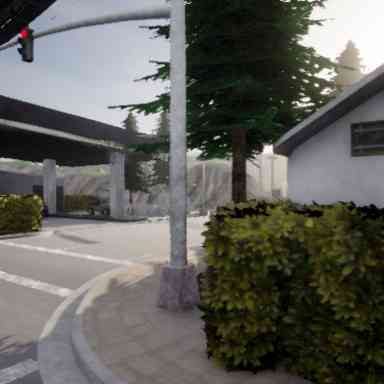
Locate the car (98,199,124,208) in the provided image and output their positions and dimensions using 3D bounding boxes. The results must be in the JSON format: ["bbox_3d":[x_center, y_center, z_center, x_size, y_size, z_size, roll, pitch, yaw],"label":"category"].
[{"bbox_3d":[-13.574,1.829,55.439,4.181,1.385,1.994,0,0,36],"label":"car"}]

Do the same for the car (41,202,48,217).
[{"bbox_3d":[-15.892,1.674,32.068,4.611,1.667,2.242,0,0,35],"label":"car"}]

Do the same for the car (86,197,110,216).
[{"bbox_3d":[-9.087,1.480,34.199,3.866,1.878,1.905,0,0,35],"label":"car"}]
